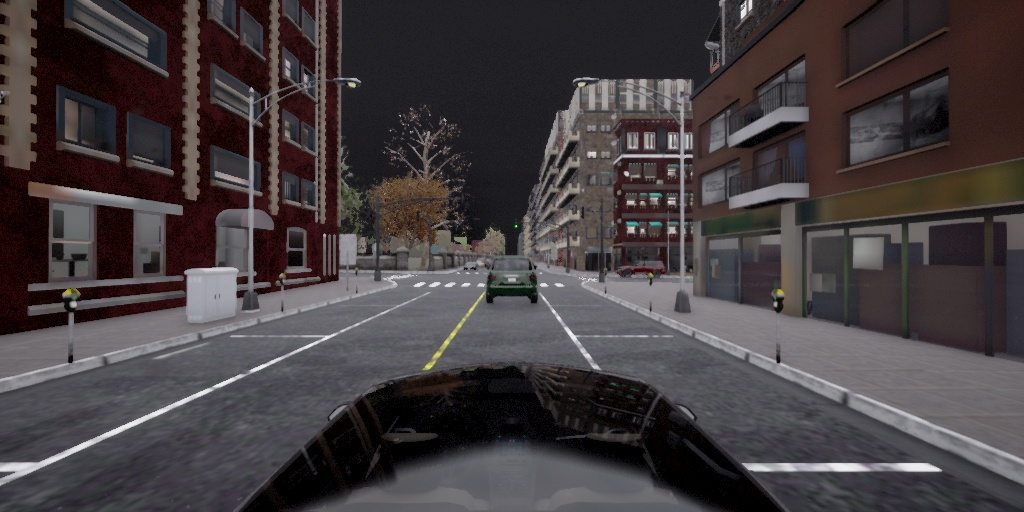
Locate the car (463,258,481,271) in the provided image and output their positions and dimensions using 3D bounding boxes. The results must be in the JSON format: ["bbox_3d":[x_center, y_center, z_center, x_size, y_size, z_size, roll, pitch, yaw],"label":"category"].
[{"bbox_3d":[-5.689,1.350,49.879,1.948,1.339,4.313,0,0,0],"label":"car"}]

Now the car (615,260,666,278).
[{"bbox_3d":[13.450,1.367,37.538,5.009,1.841,2.192,0,0,-1],"label":"car"}]

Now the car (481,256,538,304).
[{"bbox_3d":[0.000,1.011,16.531,2.150,2.045,5.566,0,0,0],"label":"car"}]
